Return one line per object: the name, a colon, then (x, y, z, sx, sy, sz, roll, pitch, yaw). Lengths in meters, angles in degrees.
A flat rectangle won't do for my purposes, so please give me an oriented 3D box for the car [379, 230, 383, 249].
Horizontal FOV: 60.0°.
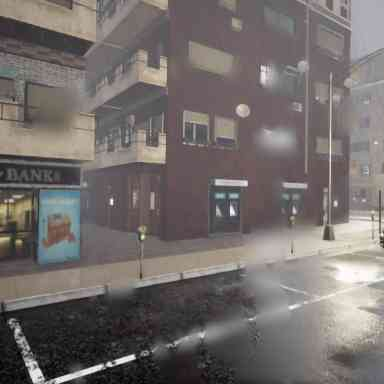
car: (9.077, 1.554, 13.107, 4.403, 1.369, 2.008, 0, 1, -35)
